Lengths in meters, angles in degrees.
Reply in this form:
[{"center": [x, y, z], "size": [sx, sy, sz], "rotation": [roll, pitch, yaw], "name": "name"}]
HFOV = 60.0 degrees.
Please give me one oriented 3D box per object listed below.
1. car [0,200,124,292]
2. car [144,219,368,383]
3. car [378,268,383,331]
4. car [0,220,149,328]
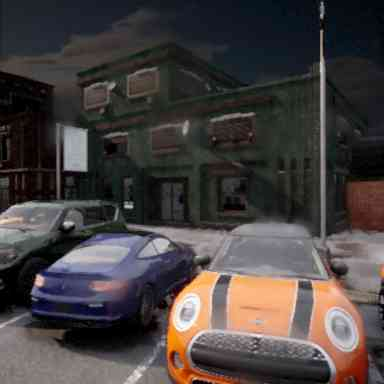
[{"center": [-3.676, 1.243, 8.725], "size": [2.435, 2.045, 5.566], "rotation": [1, -1, 15], "name": "car"}, {"center": [1.206, 1.362, 5.281], "size": [2.185, 1.767, 4.553], "rotation": [1, -1, 16], "name": "car"}, {"center": [3.647, 1.360, 3.535], "size": [2.185, 1.767, 4.553], "rotation": [1, -1, 16], "name": "car"}, {"center": [-1.251, 1.531, 6.996], "size": [2.002, 1.452, 4.674], "rotation": [0, -1, 16], "name": "car"}]
